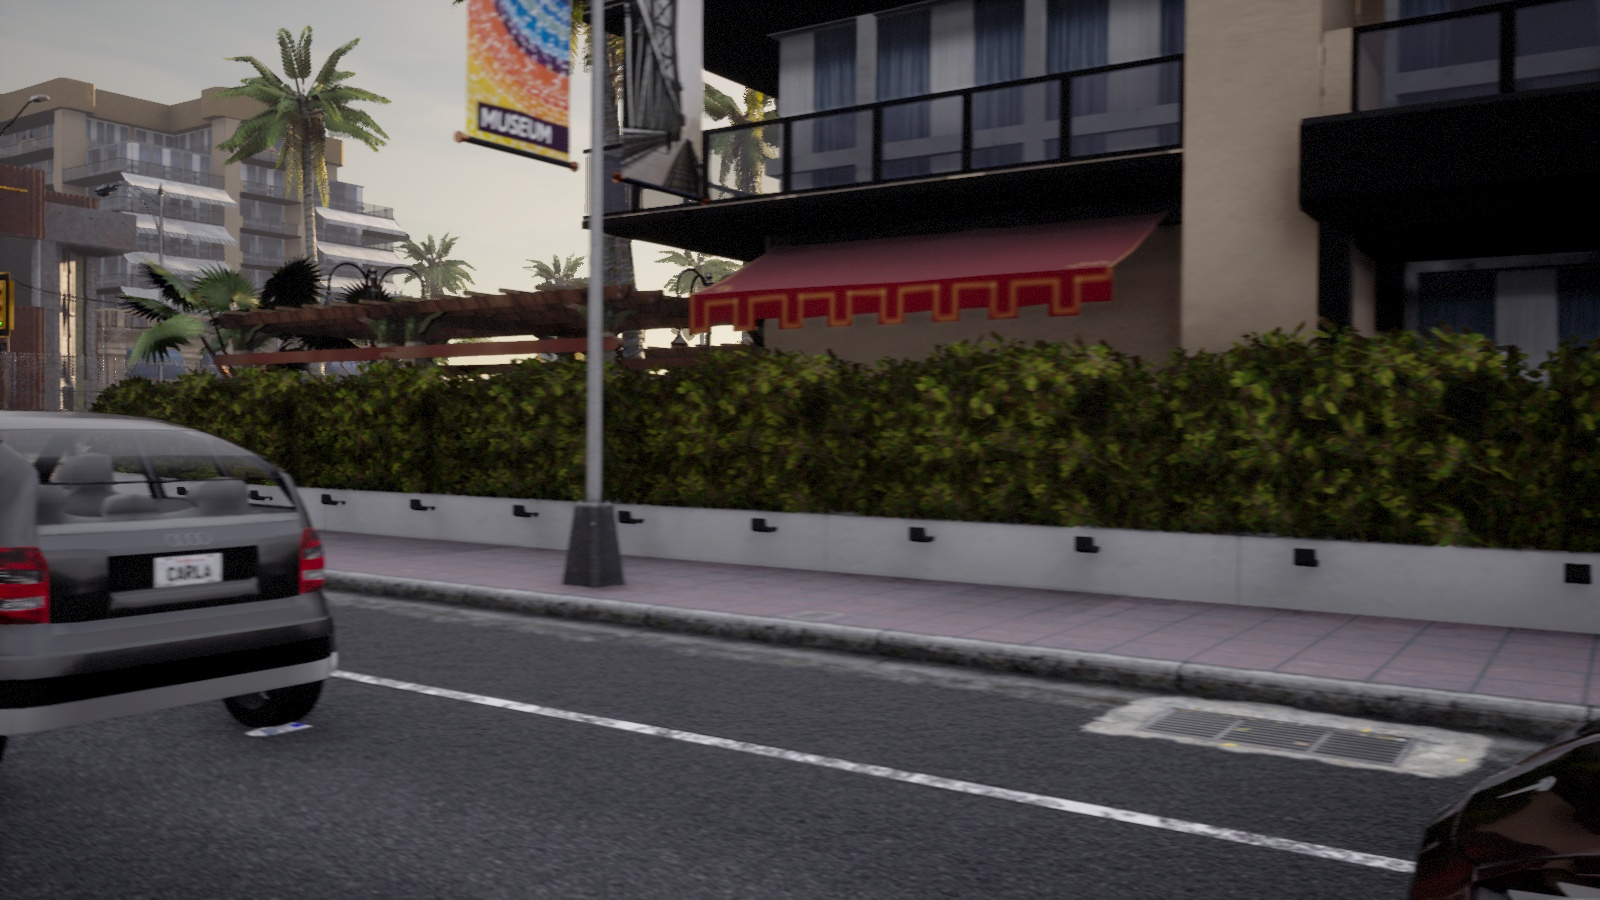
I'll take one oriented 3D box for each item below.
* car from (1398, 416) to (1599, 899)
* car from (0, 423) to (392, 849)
[{"bbox_3d":[3.437,0.682,1.341,4.792,1.488,2.163,0,1,34],"label":"car"},{"bbox_3d":[-3.989,0.661,6.269,3.705,1.549,1.789,0,1,34],"label":"car"}]
